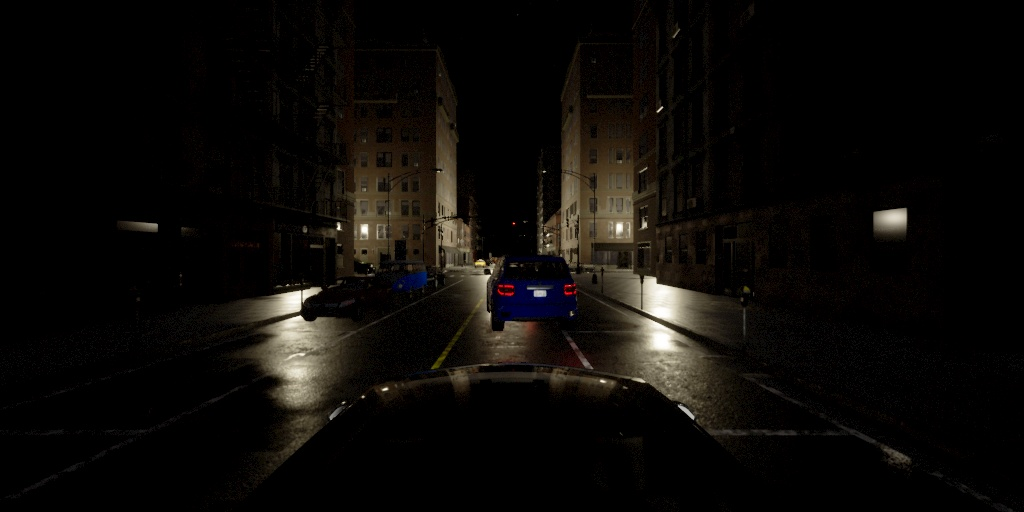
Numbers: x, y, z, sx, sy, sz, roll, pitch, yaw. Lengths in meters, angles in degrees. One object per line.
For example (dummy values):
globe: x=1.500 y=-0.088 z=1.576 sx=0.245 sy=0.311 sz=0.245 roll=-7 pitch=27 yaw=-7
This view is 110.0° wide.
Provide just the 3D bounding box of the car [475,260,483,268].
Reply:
car: x=-5.365 y=1.299 z=60.869 sx=1.751 sy=1.417 sz=4.829 roll=0 pitch=0 yaw=0

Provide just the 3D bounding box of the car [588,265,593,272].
car: x=7.267 y=1.321 z=42.822 sx=4.718 sy=1.301 sz=1.895 roll=0 pitch=0 yaw=-5

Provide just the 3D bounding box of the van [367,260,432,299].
van: x=-5.386 y=1.097 z=17.670 sx=1.690 sy=1.789 sz=3.998 roll=0 pitch=0 yaw=0

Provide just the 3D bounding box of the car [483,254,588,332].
car: x=0.366 y=0.975 z=11.081 sx=2.150 sy=2.045 sz=5.566 roll=0 pitch=0 yaw=-6

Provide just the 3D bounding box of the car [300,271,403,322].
car: x=-5.390 y=1.336 z=12.263 sx=1.802 sy=1.307 sz=4.207 roll=0 pitch=0 yaw=0

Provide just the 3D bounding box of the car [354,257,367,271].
car: x=-18.215 y=1.081 z=40.126 sx=5.566 sy=2.045 sz=2.150 roll=0 pitch=0 yaw=0

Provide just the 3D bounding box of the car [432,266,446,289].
car: x=-5.382 y=1.309 z=23.076 sx=2.007 sy=1.370 sz=4.403 roll=0 pitch=0 yaw=0
